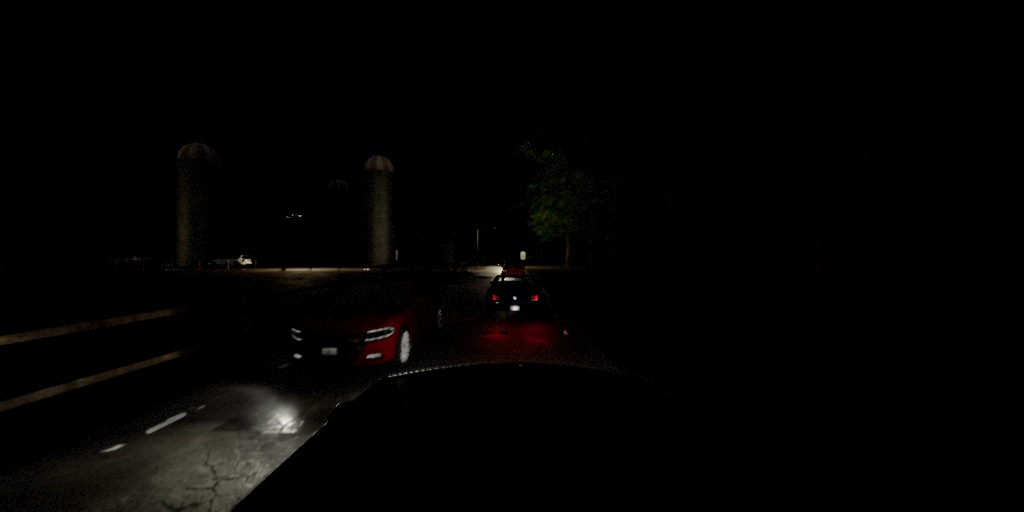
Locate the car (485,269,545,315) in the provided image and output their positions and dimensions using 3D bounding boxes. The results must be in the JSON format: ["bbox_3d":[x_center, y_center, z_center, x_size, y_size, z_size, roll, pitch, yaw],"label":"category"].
[{"bbox_3d":[0.100,1.313,13.285,1.895,1.301,4.718,0,0,0],"label":"car"}]

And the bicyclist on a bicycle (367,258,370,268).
[{"bbox_3d":[-22.743,1.165,56.774,0.582,1.620,1.656,0,0,0],"label":"bicyclist on a bicycle"}]

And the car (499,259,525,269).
[{"bbox_3d":[0.101,1.216,28.781,1.812,1.442,4.674,0,0,0],"label":"car"}]

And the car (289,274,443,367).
[{"bbox_3d":[-2.851,1.207,8.085,1.882,1.535,5.008,0,0,0],"label":"car"}]
